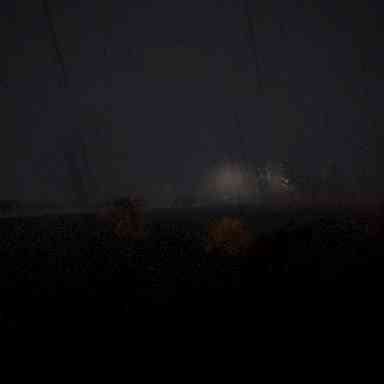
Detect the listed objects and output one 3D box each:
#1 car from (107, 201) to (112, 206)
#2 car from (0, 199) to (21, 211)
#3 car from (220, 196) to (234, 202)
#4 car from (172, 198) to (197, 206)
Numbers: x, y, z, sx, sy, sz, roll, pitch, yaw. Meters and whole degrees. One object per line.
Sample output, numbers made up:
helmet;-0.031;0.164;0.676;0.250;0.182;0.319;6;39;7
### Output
car;-11.803;1.633;54.789;2.128;1.511;4.902;0;1;34
car;-22.572;1.596;38.713;1.837;1.490;4.892;0;2;34
car;9.086;1.698;85.967;2.128;1.511;4.902;0;0;34
car;-1.259;1.680;57.932;2.033;1.411;5.357;0;0;34
